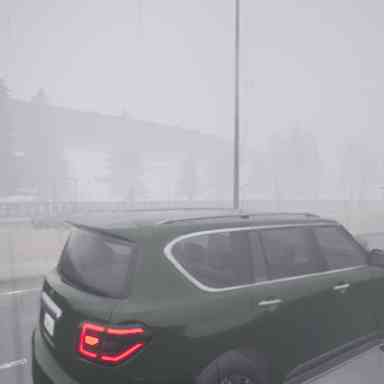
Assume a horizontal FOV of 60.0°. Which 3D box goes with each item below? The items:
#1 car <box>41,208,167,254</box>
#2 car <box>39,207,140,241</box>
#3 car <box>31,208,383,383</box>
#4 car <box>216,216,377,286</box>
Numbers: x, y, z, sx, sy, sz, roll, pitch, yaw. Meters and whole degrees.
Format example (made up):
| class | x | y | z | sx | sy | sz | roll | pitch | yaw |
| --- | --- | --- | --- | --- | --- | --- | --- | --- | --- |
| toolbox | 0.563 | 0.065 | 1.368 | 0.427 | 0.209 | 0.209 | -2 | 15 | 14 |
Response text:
| class | x | y | z | sx | sy | sz | roll | pitch | yaw |
| --- | --- | --- | --- | --- | --- | --- | --- | --- | --- |
| car | -3.649 | 1.542 | 14.280 | 4.892 | 1.490 | 1.837 | 0 | 0 | -35 |
| car | -5.279 | 1.566 | 17.417 | 4.674 | 1.442 | 1.812 | 1 | 0 | -35 |
| car | 0.950 | 1.244 | 4.429 | 5.566 | 2.045 | 2.150 | 1 | 0 | -35 |
| car | 3.473 | 1.612 | 10.522 | 5.357 | 1.411 | 2.033 | 0 | 0 | -35 |
